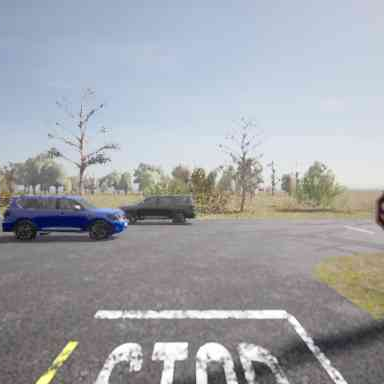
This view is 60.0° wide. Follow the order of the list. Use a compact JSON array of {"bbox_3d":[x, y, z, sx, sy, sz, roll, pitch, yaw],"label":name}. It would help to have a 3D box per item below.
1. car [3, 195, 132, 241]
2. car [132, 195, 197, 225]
[{"bbox_3d":[-5.957,1.175,15.914,5.566,2.045,2.150,0,0,-1],"label":"car"},{"bbox_3d":[-2.415,1.198,23.000,5.566,2.045,2.150,0,0,-1],"label":"car"}]
